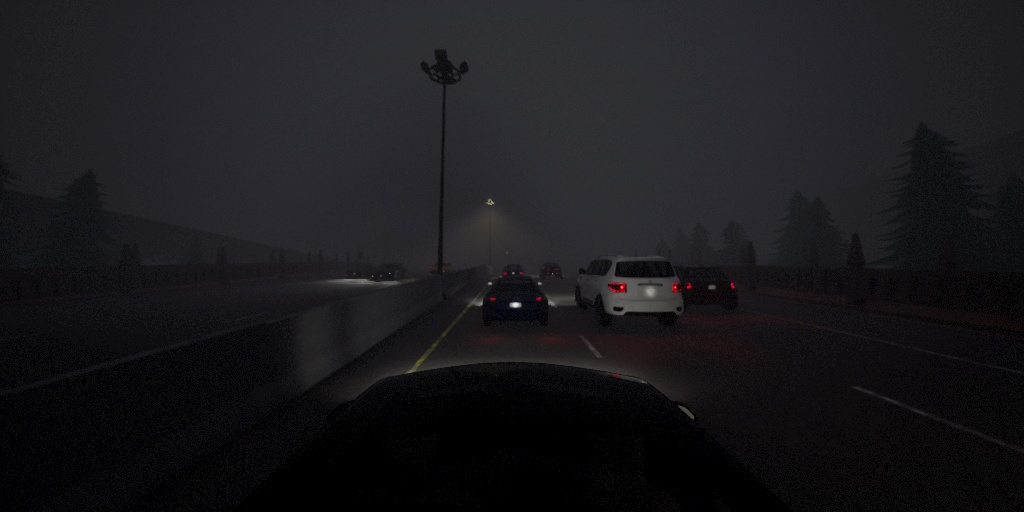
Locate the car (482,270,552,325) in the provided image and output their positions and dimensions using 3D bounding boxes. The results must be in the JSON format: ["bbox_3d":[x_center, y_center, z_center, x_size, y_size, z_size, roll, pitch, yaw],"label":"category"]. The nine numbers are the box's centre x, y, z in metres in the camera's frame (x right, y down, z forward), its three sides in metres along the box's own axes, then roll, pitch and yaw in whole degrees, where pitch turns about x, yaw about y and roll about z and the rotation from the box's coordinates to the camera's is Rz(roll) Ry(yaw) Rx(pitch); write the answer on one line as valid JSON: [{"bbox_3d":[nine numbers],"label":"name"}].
[{"bbox_3d":[0.100,1.343,12.008,1.994,1.385,4.181,0,0,0],"label":"car"}]

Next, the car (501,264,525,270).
[{"bbox_3d":[0.100,1.377,30.038,2.033,1.411,5.357,0,0,0],"label":"car"}]

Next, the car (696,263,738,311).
[{"bbox_3d":[7.099,1.138,14.845,2.097,1.767,4.553,0,0,0],"label":"car"}]

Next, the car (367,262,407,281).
[{"bbox_3d":[-10.597,1.336,31.350,1.837,1.490,4.892,0,0,0],"label":"car"}]

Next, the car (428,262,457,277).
[{"bbox_3d":[-7.094,1.322,36.152,1.882,1.535,5.008,0,0,0],"label":"car"}]

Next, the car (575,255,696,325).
[{"bbox_3d":[3.599,1.000,12.014,2.150,2.045,5.566,0,0,0],"label":"car"}]

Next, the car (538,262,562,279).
[{"bbox_3d":[3.600,1.346,34.025,1.837,1.490,4.892,0,0,0],"label":"car"}]

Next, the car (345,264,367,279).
[{"bbox_3d":[-14.094,1.406,34.066,1.994,1.385,4.181,0,0,0],"label":"car"}]
